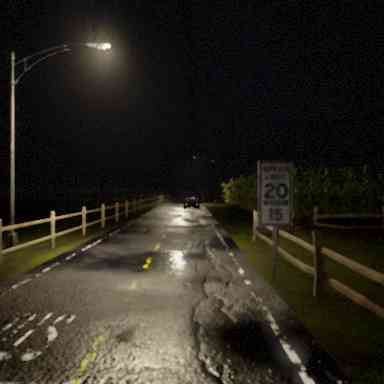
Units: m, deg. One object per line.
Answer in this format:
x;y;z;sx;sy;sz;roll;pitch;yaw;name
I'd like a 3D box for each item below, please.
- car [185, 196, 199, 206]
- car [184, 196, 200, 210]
-0.027;1.351;49.979;1.994;1.385;4.181;0;0;0;car
-0.022;1.436;39.773;1.895;1.301;4.718;0;0;0;car
